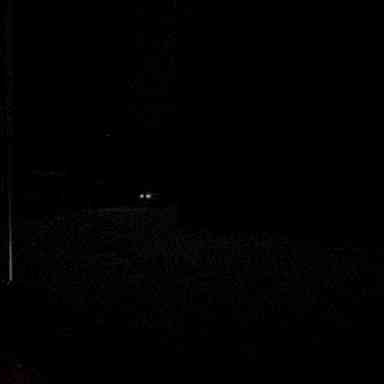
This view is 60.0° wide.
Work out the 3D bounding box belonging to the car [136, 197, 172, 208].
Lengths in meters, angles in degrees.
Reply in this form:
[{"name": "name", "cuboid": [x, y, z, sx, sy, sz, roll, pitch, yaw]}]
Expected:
[{"name": "car", "cuboid": [-4.491, 1.246, 39.742, 1.895, 1.301, 4.718, -1, 0, 35]}]
